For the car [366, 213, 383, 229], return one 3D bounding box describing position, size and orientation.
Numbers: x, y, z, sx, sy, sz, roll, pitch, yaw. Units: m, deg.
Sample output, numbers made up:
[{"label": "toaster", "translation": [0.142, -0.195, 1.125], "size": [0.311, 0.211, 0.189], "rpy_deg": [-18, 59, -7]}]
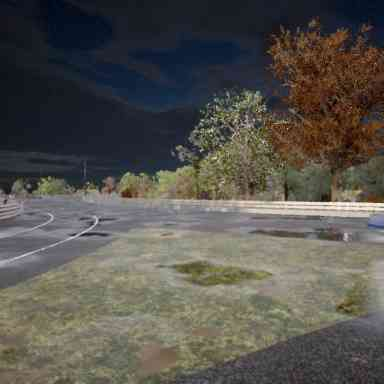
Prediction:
[{"label": "car", "translation": [12.290, 1.537, 17.676], "size": [5.357, 1.411, 2.033], "rpy_deg": [0, 0, 31]}]
